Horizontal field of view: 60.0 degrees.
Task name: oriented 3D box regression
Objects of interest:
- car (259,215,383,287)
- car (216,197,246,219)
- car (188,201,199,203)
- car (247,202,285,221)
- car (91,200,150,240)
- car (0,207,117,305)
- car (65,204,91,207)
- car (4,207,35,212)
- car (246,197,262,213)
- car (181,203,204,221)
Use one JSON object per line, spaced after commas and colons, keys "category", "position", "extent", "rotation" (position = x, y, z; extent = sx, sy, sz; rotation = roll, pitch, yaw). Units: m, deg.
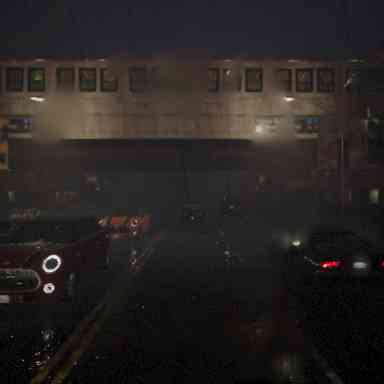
{"category": "car", "position": [3.598, 1.643, 9.636], "extent": [2.033, 1.411, 5.357], "rotation": [0, -1, 0]}
{"category": "car", "position": [3.634, 1.543, 32.677], "extent": [2.150, 2.045, 5.566], "rotation": [0, 0, 1]}
{"category": "car", "position": [0.176, 1.923, 44.320], "extent": [2.128, 1.511, 4.902], "rotation": [0, 0, 0]}
{"category": "car", "position": [6.719, 1.894, 30.664], "extent": [1.895, 1.301, 4.718], "rotation": [0, -1, 0]}
{"category": "car", "position": [-3.552, 1.527, 17.939], "extent": [2.097, 1.767, 4.553], "rotation": [0, -1, 1]}
{"category": "car", "position": [-3.556, 1.435, 8.478], "extent": [2.097, 1.767, 4.553], "rotation": [0, -1, 0]}
{"category": "car", "position": [-7.039, 1.550, 20.368], "extent": [2.097, 1.767, 4.553], "rotation": [0, -1, 1]}
{"category": "car", "position": [-10.009, 1.669, 19.433], "extent": [2.231, 1.521, 4.892], "rotation": [0, -1, 10]}
{"category": "car", "position": [6.673, 1.600, 38.063], "extent": [2.435, 2.045, 5.566], "rotation": [0, -1, 0]}
{"category": "car", "position": [0.079, 1.891, 29.789], "extent": [1.895, 1.301, 4.718], "rotation": [0, -1, 1]}
